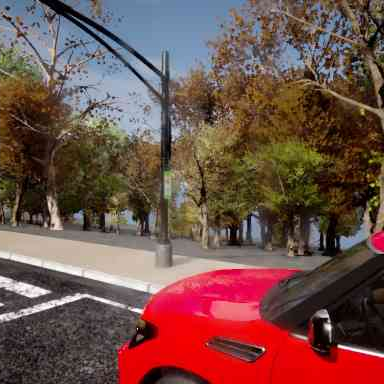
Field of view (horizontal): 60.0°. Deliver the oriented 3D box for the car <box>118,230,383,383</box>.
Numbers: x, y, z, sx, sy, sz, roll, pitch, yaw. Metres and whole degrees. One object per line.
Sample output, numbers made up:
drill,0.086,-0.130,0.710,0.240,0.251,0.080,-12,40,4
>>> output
car,2.005,1.222,2.283,5.566,2.045,2.150,0,0,34
